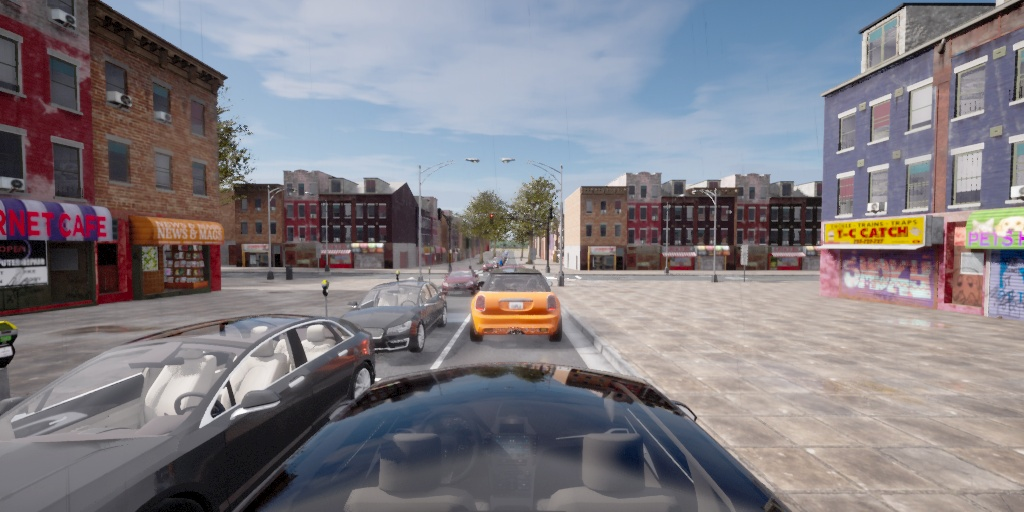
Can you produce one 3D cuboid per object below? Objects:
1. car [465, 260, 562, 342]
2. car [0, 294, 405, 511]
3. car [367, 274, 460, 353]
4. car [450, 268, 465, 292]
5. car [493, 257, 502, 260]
[{"bbox_3d":[0.085,1.101,9.941,2.097,1.767,4.553,0,0,0],"label":"car"},{"bbox_3d":[-2.643,1.300,3.183,2.007,1.370,4.403,0,0,0],"label":"car"},{"bbox_3d":[-2.652,1.299,8.632,2.007,1.370,4.403,0,0,0],"label":"car"},{"bbox_3d":[-2.671,1.337,19.526,1.802,1.307,4.207,0,0,0],"label":"car"},{"bbox_3d":[-2.719,1.246,46.301,1.967,1.591,4.097,0,0,0],"label":"car"}]
